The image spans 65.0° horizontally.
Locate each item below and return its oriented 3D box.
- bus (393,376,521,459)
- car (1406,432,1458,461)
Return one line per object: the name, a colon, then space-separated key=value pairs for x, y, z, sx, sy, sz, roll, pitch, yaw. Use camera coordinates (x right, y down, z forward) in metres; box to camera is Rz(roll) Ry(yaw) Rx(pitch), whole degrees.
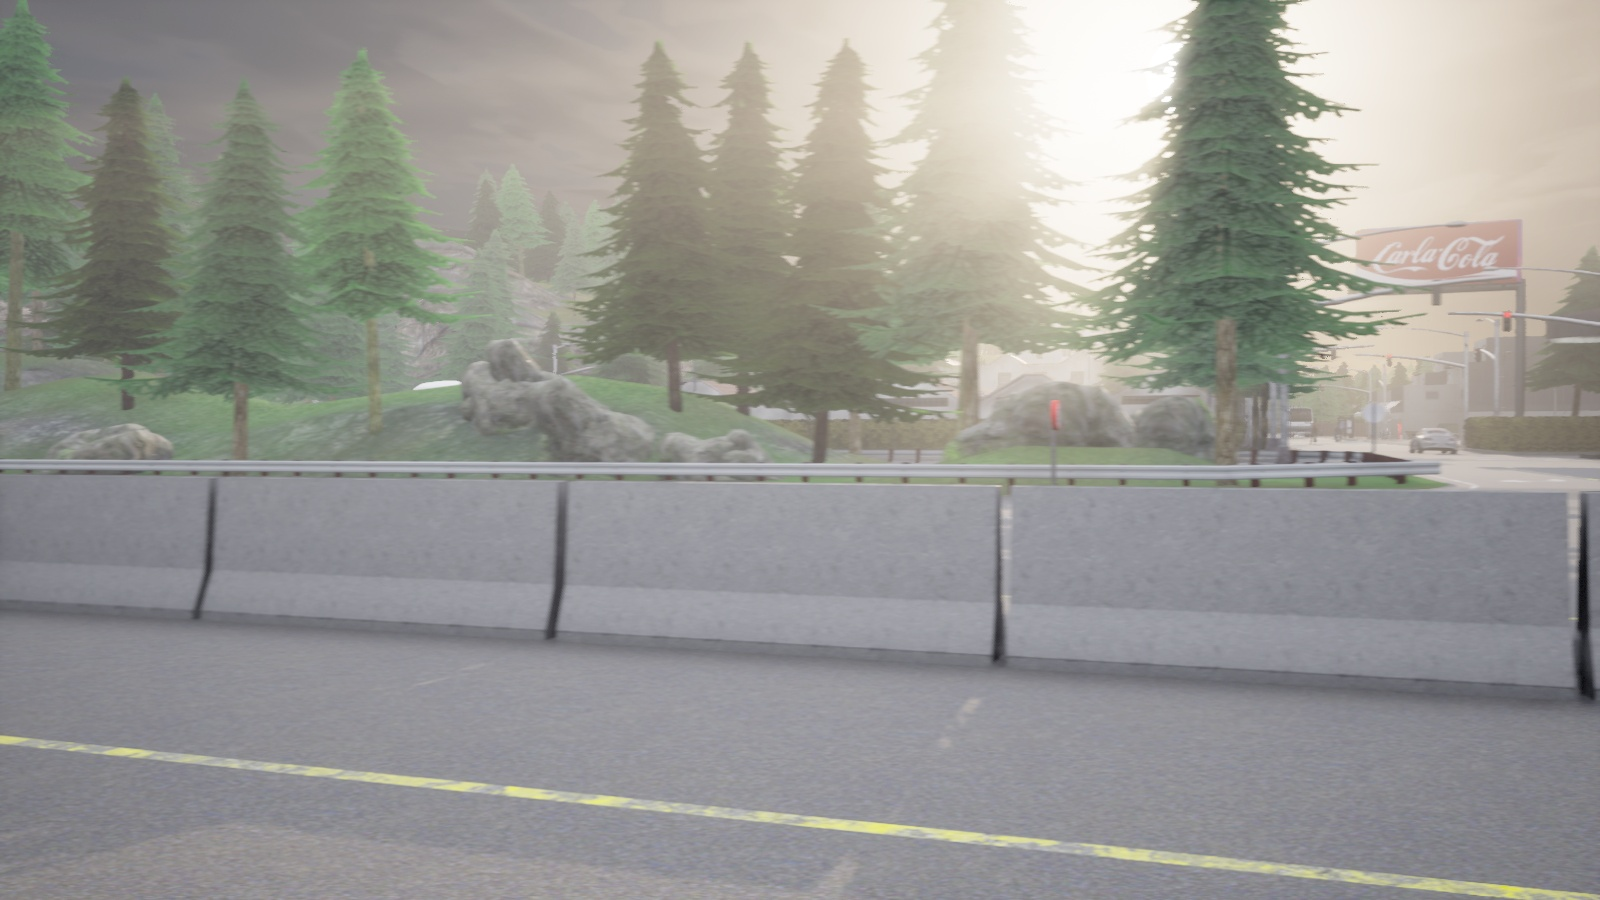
bus: x=-18.703 y=-1.754 z=69.446 sx=3.944 sy=4.253 sz=10.273 roll=0 pitch=1 yaw=2
car: x=34.167 y=-0.214 z=68.003 sx=1.812 sy=1.442 sz=4.674 roll=2 pitch=2 yaw=18
